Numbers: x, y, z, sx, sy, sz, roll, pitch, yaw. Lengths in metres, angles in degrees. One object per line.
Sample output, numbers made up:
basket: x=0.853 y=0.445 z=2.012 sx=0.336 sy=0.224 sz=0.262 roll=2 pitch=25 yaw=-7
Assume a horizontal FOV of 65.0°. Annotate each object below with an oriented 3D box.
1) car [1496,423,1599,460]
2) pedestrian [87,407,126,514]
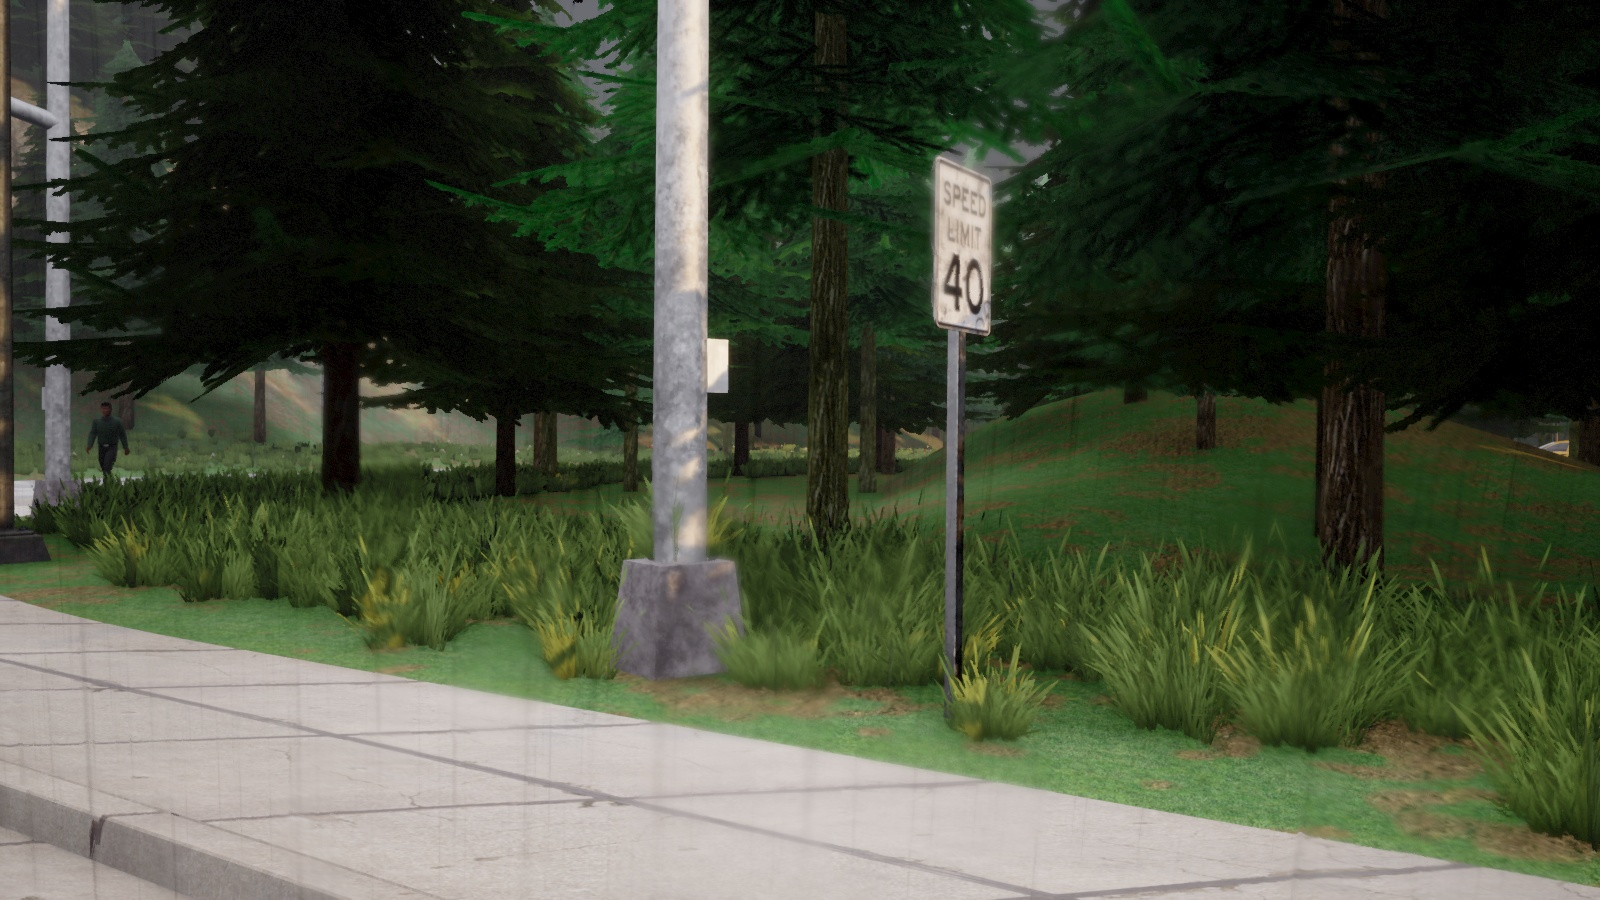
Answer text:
car: x=33.110 y=-0.368 z=54.063 sx=5.366 sy=1.575 sz=1.801 roll=0 pitch=1 yaw=33
pedestrian: x=-12.908 y=0.191 z=23.377 sx=0.423 sy=1.949 sz=0.788 roll=-1 pitch=1 yaw=-14
